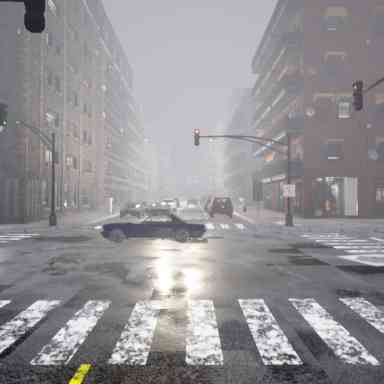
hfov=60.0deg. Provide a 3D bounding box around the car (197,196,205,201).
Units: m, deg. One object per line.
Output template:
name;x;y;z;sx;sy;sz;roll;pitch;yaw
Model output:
car;2.530;1.813;91.393;1.947;1.339;4.313;1;0;0

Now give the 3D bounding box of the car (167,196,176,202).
car;-5.348;1.764;85.793;2.008;1.369;4.403;1;0;0

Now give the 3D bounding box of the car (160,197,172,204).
car;-5.338;1.667;69.102;2.008;1.369;4.403;1;0;0

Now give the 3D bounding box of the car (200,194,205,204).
car;2.563;1.336;41.344;2.192;1.841;5.009;1;0;0

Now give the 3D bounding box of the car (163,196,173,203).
car;-5.341;1.671;74.494;1.752;1.417;4.829;1;0;0

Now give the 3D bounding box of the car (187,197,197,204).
car;0.027;1.685;70.415;1.994;1.385;4.181;0;0;0

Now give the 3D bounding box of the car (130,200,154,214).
car;-5.317;1.580;35.731;1.947;1.339;4.313;1;0;0

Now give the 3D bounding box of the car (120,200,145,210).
car;-5.314;1.577;30.169;1.947;1.339;4.313;1;0;0

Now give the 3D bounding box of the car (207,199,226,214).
car;2.563;1.540;35.949;1.752;1.417;4.829;1;0;0

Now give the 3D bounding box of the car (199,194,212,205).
car;2.548;1.402;63.578;2.192;1.841;5.009;1;0;0

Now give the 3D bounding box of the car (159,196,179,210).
car;-2.847;1.545;40.294;1.812;1.442;4.674;0;0;0

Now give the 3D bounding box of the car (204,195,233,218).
car;2.570;1.326;30.220;2.192;1.841;5.009;1;0;0

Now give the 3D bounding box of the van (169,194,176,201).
van;-5.347;1.588;91.358;1.690;1.788;3.998;1;0;0

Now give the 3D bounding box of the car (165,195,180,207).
car;-2.784;1.565;50.495;1.812;1.442;4.674;0;0;0

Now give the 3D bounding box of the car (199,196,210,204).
car;2.543;1.556;69.142;1.967;1.590;4.097;1;0;0

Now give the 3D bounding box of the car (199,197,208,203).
car;2.538;1.728;74.702;1.802;1.307;4.206;1;0;0

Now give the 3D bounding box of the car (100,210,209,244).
car;-1.746;1.642;15.385;4.718;1.301;1.895;0;-1;0

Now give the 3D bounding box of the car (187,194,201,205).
car;0.070;1.564;59.974;2.128;1.511;4.902;0;0;0

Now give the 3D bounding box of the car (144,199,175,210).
car;-2.858;1.575;30.404;1.994;1.385;4.181;0;0;0
